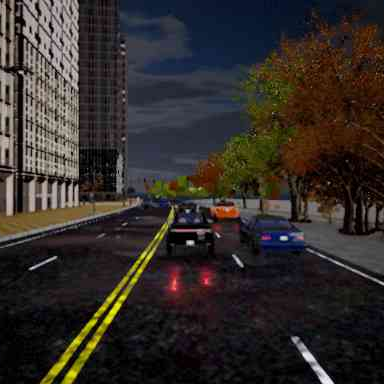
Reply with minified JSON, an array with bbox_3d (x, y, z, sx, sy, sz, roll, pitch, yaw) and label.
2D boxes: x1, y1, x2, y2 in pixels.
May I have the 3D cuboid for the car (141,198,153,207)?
[{"bbox_3d":[-8.650,1.968,64.155,2.097,1.767,4.553,0,-1,-3],"label":"car"}]

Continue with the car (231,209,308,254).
[{"bbox_3d":[3.166,1.681,14.093,2.033,1.411,5.357,0,-1,-1],"label":"car"}]

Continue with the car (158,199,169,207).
[{"bbox_3d":[-5.369,2.089,63.652,1.882,1.535,5.008,0,-1,-3],"label":"car"}]

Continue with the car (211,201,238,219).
[{"bbox_3d":[2.823,1.594,29.241,2.097,1.767,4.553,-1,-2,-2],"label":"car"}]

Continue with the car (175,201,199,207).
[{"bbox_3d":[-0.411,1.627,29.157,2.097,1.767,4.553,0,-1,-2],"label":"car"}]

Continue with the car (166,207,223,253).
[{"bbox_3d":[-0.086,1.629,14.357,2.128,1.511,4.902,0,0,-1],"label":"car"}]
